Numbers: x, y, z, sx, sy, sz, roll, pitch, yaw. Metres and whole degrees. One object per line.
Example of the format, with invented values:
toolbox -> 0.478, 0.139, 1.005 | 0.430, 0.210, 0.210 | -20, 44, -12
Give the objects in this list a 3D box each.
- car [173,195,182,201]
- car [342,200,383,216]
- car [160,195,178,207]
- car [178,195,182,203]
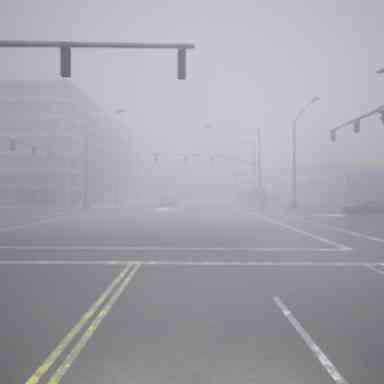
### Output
car -> -3.490, 1.370, 79.576 | 1.994, 1.385, 4.181 | 0, 0, 0
car -> 16.407, 1.492, 31.201 | 4.181, 1.385, 1.994 | 0, 0, 0
car -> -3.568, 1.379, 48.920 | 2.128, 1.511, 4.902 | 0, 0, 0
car -> -3.502, 1.399, 64.567 | 2.033, 1.411, 5.357 | 0, 0, 0
